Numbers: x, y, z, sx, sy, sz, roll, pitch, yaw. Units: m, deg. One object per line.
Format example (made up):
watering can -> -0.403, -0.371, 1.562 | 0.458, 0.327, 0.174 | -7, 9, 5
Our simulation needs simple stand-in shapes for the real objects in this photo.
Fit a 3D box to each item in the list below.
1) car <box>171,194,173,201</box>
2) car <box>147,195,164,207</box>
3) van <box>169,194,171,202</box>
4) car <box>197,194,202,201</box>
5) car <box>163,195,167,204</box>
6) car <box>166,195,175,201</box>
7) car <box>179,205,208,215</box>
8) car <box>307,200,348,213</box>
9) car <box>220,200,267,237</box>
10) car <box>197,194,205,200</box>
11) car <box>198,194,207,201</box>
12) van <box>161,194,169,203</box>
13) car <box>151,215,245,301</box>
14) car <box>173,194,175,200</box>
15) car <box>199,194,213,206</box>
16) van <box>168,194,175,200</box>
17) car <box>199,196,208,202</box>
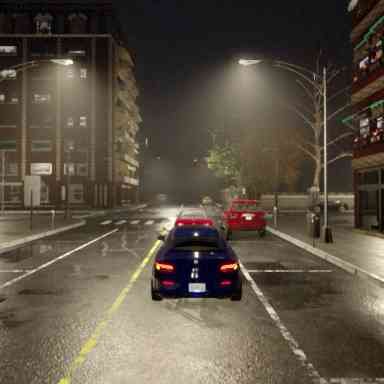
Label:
car -> -5.774, 1.625, 72.767 | 1.802, 1.307, 4.206 | 1, 0, 0
car -> -5.745, 1.607, 50.614 | 1.802, 1.307, 4.206 | 1, 0, 0
van -> -5.763, 1.379, 67.229 | 1.690, 1.788, 3.998 | 1, 0, 0
car -> 2.606, 1.594, 72.770 | 2.008, 1.369, 4.403 | 1, 0, 0
car -> -5.752, 1.611, 56.151 | 1.802, 1.307, 4.206 | 1, 0, 0
car -> -5.797, 1.611, 89.383 | 2.008, 1.369, 4.403 | 1, 0, 0
car -> 0.076, 1.606, 17.936 | 1.895, 1.301, 4.718 | 0, 0, 0
car -> 15.163, 1.604, 37.176 | 4.313, 1.339, 1.947 | 0, -1, 0
car -> 2.683, 1.321, 18.126 | 2.192, 1.841, 5.009 | 1, 0, 0
car -> 2.580, 1.382, 94.923 | 2.192, 1.841, 5.009 | 1, 0, 0
car -> 2.595, 1.370, 83.847 | 2.192, 1.841, 5.009 | 1, 0, 0
van -> -5.755, 1.374, 61.690 | 1.690, 1.788, 3.998 | 1, 0, 0
car -> 0.090, 1.528, 8.193 | 1.812, 1.442, 4.674 | 0, 0, 0
car -> -5.781, 1.599, 78.306 | 2.008, 1.369, 4.403 | 1, 0, 0
car -> 2.628, 1.554, 56.327 | 1.752, 1.417, 4.829 | 1, 0, 0
van -> -5.800, 1.408, 94.922 | 1.690, 1.788, 3.998 | 1, 0, 0
car -> 2.598, 1.614, 78.309 | 1.947, 1.339, 4.313 | 1, 0, 0
